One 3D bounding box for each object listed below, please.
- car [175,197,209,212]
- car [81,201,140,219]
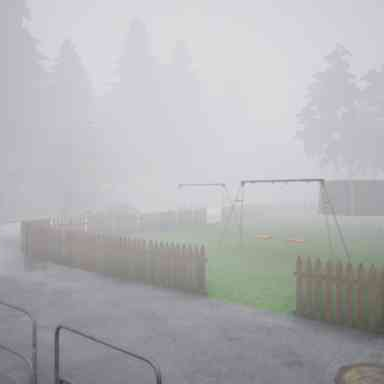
[{"bbox_3d":[0.048,1.339,38.887,2.097,1.767,4.553,0,0,36],"label":"car"},{"bbox_3d":[-6.936,1.534,29.090,2.033,1.411,5.357,0,0,35],"label":"car"}]
